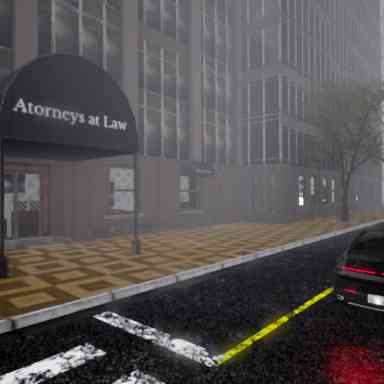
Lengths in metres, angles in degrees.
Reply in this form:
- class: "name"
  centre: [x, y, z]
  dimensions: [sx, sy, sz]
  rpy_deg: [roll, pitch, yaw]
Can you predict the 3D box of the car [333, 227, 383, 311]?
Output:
- class: "car"
  centre: [4.614, 1.508, 7.223]
  dimensions: [1.837, 1.490, 4.892]
  rpy_deg: [-1, 0, 41]
